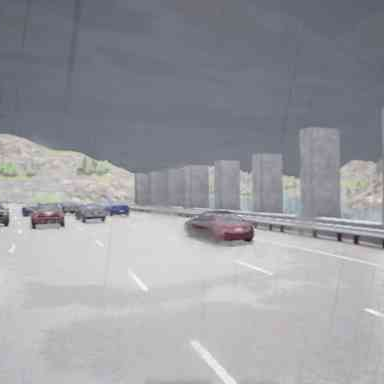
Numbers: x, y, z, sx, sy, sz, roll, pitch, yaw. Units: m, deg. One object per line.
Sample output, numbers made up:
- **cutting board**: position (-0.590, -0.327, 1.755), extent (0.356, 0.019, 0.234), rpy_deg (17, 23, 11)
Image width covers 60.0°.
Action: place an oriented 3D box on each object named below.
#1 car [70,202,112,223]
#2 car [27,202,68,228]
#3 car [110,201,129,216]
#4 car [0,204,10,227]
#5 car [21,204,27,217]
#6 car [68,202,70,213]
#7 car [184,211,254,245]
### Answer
- **car**: position (-8.714, 1.757, 28.279), extent (2.033, 1.411, 5.357), rpy_deg (-1, 0, -28)
- **car**: position (-10.729, 1.579, 24.527), extent (2.097, 1.767, 4.553), rpy_deg (-1, 0, -27)
- **car**: position (-7.978, 1.695, 34.146), extent (1.882, 1.535, 5.008), rpy_deg (-1, 0, -29)
- **car**: position (-15.021, 1.644, 25.190), extent (2.097, 1.767, 4.553), rpy_deg (-1, 0, -28)
- **car**: position (-17.313, 1.885, 36.151), extent (1.812, 1.442, 4.674), rpy_deg (-1, 0, -31)
- **car**: position (-14.246, 1.868, 37.870), extent (2.033, 1.411, 5.357), rpy_deg (-1, 0, -32)
- **car**: position (1.168, 1.592, 16.007), extent (1.994, 1.385, 4.181), rpy_deg (-1, 0, -24)
